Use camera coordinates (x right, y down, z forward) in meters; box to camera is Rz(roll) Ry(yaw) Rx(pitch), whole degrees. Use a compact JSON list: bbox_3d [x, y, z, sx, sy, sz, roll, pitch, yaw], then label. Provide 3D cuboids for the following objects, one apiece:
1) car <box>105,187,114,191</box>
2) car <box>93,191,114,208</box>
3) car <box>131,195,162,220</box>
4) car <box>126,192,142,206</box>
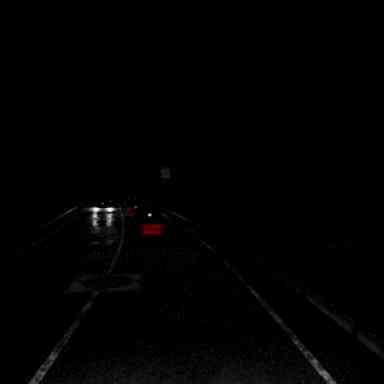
[{"bbox_3d":[-19.301,-0.383,77.516,2.097,1.767,4.553,1,1,-13],"label":"car"},{"bbox_3d":[-10.110,0.938,37.962,1.837,1.490,4.892,1,1,-13],"label":"car"},{"bbox_3d":[-3.398,1.264,25.145,1.837,1.490,4.892,1,1,-12],"label":"car"},{"bbox_3d":[-7.116,0.788,41.348,2.097,1.767,4.553,1,1,-13],"label":"car"}]
